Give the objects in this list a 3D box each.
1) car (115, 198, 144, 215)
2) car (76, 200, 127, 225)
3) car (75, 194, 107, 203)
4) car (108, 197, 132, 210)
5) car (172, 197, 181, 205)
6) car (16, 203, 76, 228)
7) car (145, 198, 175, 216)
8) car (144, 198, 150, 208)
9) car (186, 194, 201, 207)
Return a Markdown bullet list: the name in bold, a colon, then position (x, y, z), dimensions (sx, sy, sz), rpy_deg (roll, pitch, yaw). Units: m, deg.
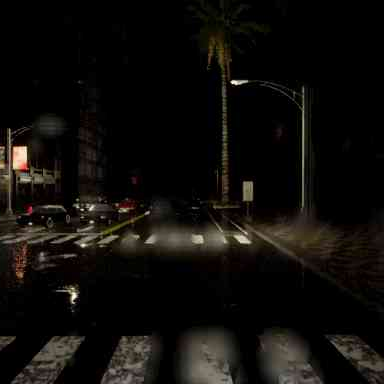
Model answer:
- **car**: position (-6.445, 1.537, 34.145), dimensions (1.812, 1.442, 4.674), rpy_deg (0, 0, 0)
- **car**: position (-6.495, 1.553, 24.189), dimensions (2.033, 1.411, 5.357), rpy_deg (0, 0, 0)
- **car**: position (-9.708, 1.231, 32.144), dimensions (2.150, 2.045, 5.566), rpy_deg (0, 0, 0)
- **car**: position (-9.643, 1.513, 45.056), dimensions (2.128, 1.511, 4.902), rpy_deg (0, 0, 0)
- **car**: position (-2.972, 1.610, 57.393), dimensions (1.994, 1.385, 4.181), rpy_deg (0, 0, 1)
- **car**: position (-9.766, 1.606, 22.386), dimensions (1.895, 1.301, 4.718), rpy_deg (0, 0, 1)
- **car**: position (-3.010, 1.574, 32.379), dimensions (1.994, 1.385, 4.181), rpy_deg (0, 0, 0)
- **car**: position (-6.394, 1.527, 44.671), dimensions (1.837, 1.490, 4.892), rpy_deg (0, 0, 0)
- **car**: position (0.229, 1.259, 53.439), dimensions (2.150, 2.045, 5.566), rpy_deg (0, 0, 0)
